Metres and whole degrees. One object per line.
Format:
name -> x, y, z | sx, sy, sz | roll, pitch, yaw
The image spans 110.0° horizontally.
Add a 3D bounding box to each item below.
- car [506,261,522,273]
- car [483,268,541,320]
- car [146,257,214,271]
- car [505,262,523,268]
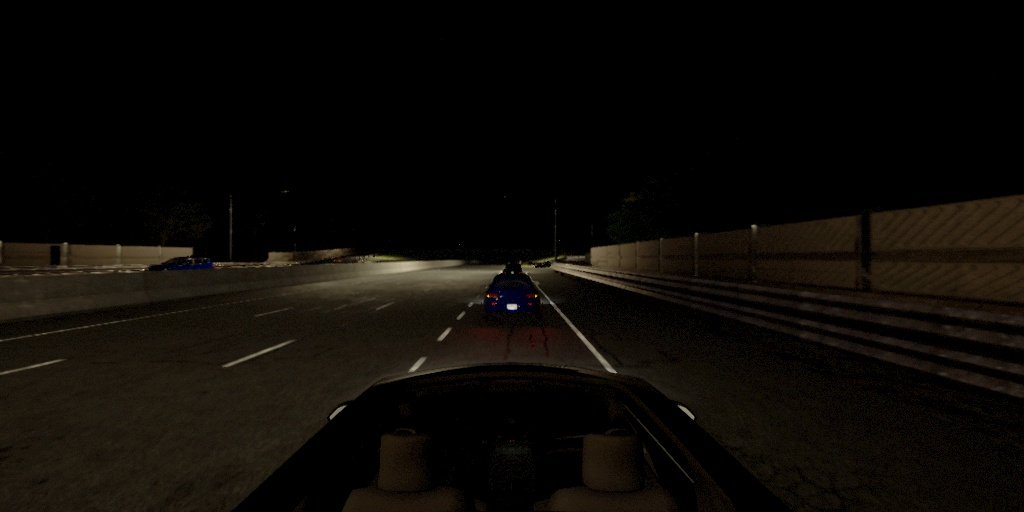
car -> 0.352, 1.507, 48.592 | 1.837, 1.490, 4.892 | -1, 0, 4
car -> 0.003, 1.333, 12.798 | 1.812, 1.442, 4.674 | 0, 0, 0
car -> -31.473, 1.141, 34.317 | 2.150, 2.045, 5.566 | 0, -1, 1
car -> 0.047, 1.462, 32.620 | 2.033, 1.411, 5.357 | 0, 0, 0
